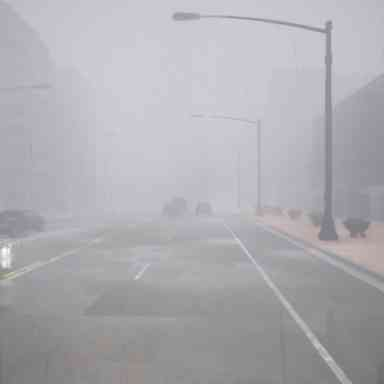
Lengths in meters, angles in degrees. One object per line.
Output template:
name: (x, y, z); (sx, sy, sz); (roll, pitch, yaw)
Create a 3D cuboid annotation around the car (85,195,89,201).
car: (-26.737, 1.507, 81.662); (1.970, 1.475, 3.806); (0, 1, 2)

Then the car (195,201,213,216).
car: (1.346, 1.944, 38.187); (2.128, 1.511, 4.902); (0, -1, 2)

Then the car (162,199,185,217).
car: (-2.184, 1.912, 37.490); (1.882, 1.535, 5.008); (0, -1, 2)

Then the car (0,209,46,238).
car: (-9.997, 1.700, 18.825); (1.812, 1.442, 4.674); (0, -1, 2)

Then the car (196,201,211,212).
car: (1.664, 2.072, 48.155); (2.128, 1.511, 4.902); (0, -1, 2)

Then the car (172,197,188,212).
car: (-1.864, 1.785, 47.541); (2.150, 2.045, 5.566); (0, -1, 3)
